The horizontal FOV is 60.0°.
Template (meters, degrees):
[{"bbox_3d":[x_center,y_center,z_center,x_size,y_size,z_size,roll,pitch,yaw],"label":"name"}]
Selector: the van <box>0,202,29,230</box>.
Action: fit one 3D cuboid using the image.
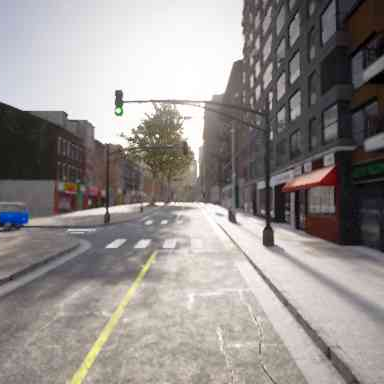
[{"bbox_3d":[-12.923,1.571,21.957,3.998,1.788,1.690,0,-2,0],"label":"van"}]
